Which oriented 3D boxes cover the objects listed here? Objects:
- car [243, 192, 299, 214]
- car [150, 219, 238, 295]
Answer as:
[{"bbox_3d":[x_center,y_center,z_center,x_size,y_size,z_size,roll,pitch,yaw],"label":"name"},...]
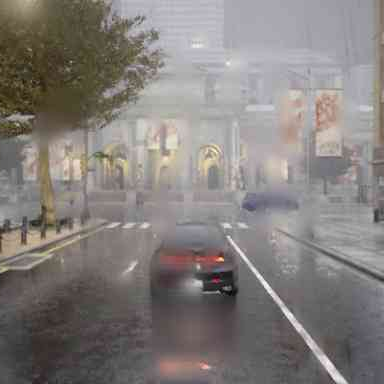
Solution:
[{"bbox_3d":[7.761,1.039,32.759,5.566,2.045,2.150,0,-1,-16],"label":"car"},{"bbox_3d":[0.058,1.456,8.594,1.837,1.490,4.892,0,0,0],"label":"car"}]
